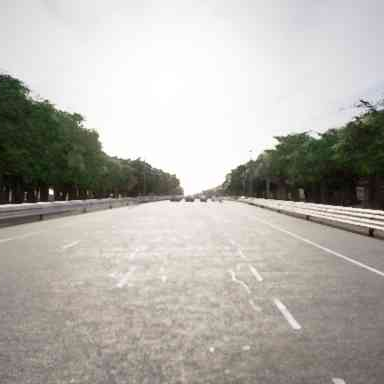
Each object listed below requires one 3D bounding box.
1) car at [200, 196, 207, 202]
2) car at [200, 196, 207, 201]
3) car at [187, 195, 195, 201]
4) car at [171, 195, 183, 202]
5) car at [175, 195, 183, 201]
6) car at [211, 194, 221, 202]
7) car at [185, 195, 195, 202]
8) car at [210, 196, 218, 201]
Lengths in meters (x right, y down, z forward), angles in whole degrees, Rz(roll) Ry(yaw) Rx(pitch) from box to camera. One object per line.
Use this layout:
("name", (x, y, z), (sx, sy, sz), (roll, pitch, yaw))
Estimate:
("car", (2.888, 1.845, 85.786), (2.033, 1.411, 5.357), (0, 0, 3))
("car", (3.328, 1.800, 94.954), (1.812, 1.442, 4.674), (0, -1, 3))
("car", (-0.188, 1.729, 94.706), (1.882, 1.535, 5.008), (0, -1, 3))
("car", (-4.184, 1.638, 84.428), (2.097, 1.767, 4.553), (0, 0, 3))
("car", (-3.703, 1.705, 94.458), (1.882, 1.535, 5.008), (0, -1, 3))
("car", (6.144, 1.513, 83.577), (2.150, 2.045, 5.566), (0, 0, 0))
("car", (-0.668, 1.645, 84.676), (2.097, 1.767, 4.553), (0, 0, 3))
("car", (6.220, 1.787, 93.177), (1.895, 1.301, 4.718), (0, -1, 0))
